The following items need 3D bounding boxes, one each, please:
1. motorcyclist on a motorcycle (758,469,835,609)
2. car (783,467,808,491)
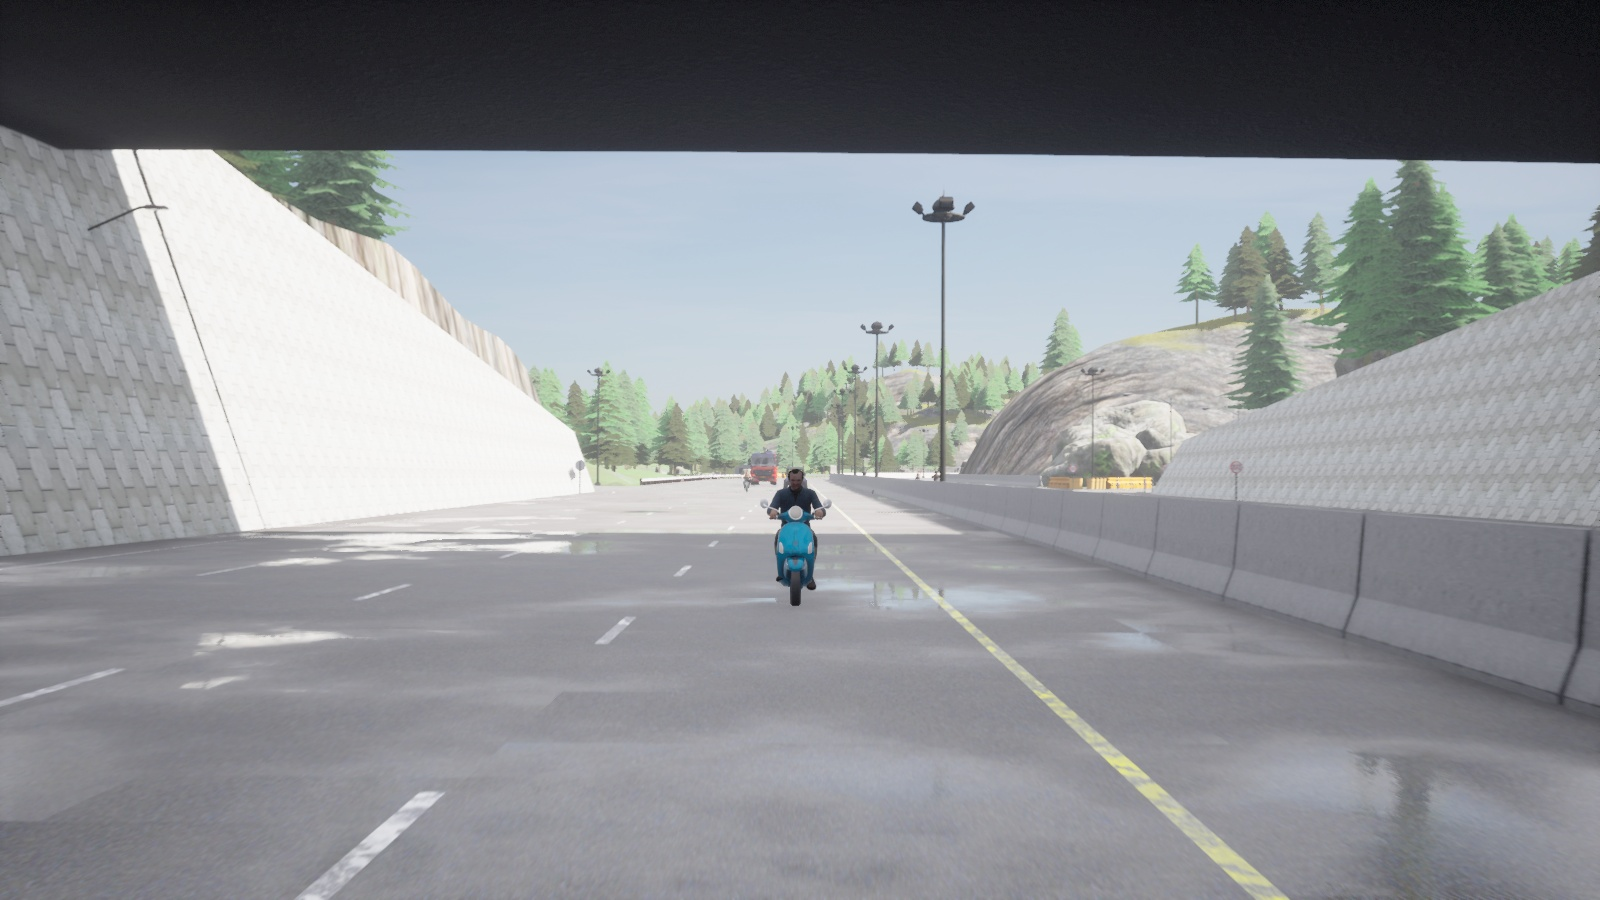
[{"bbox_3d":[-0.043,1.022,15.176,0.866,1.590,1.817,0,-1,0],"label":"motorcyclist on a motorcycle"},{"bbox_3d":[-0.336,2.252,97.985,1.905,1.878,3.866,0,-1,0],"label":"car"}]
